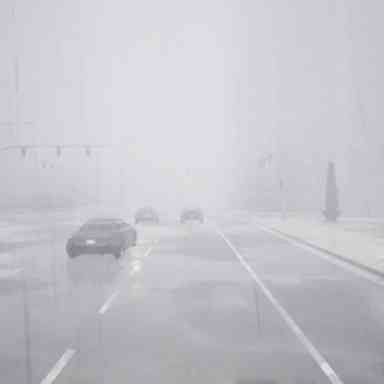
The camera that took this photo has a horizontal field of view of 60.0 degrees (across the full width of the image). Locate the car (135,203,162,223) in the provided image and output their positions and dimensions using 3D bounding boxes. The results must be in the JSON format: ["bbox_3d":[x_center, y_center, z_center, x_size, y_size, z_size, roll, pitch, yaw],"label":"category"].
[{"bbox_3d":[-3.909,1.883,28.447,1.994,1.385,4.181,0,-1,-10],"label":"car"}]

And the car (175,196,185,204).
[{"bbox_3d":[-3.216,2.210,88.691,2.150,2.045,5.566,0,-1,1],"label":"car"}]

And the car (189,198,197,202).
[{"bbox_3d":[0.287,2.510,88.876,2.128,1.511,4.902,0,-1,1],"label":"car"}]

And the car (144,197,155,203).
[{"bbox_3d":[-10.332,2.132,81.325,2.150,2.045,5.566,0,-1,1],"label":"car"}]

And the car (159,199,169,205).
[{"bbox_3d":[-6.832,2.459,81.297,1.994,1.385,4.181,0,-1,1],"label":"car"}]

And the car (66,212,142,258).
[{"bbox_3d":[-3.485,1.717,13.515,1.994,1.385,4.181,0,-1,0],"label":"car"}]

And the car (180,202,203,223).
[{"bbox_3d":[-0.004,1.849,28.898,1.812,1.442,4.674,0,0,0],"label":"car"}]
